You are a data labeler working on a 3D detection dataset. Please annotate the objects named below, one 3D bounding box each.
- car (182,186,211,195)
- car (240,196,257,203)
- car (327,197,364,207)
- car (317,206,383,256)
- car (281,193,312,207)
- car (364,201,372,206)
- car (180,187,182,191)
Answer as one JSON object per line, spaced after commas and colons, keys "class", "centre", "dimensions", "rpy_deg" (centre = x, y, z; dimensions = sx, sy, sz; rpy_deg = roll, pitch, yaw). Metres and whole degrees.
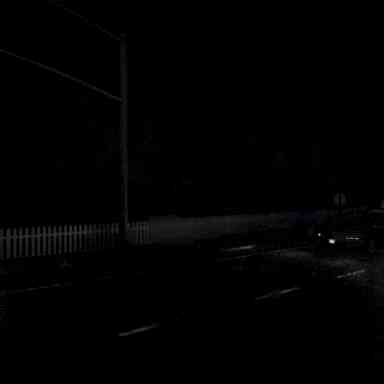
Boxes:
{"class": "car", "centre": [1.120, 0.047, 60.586], "dimensions": [2.150, 2.045, 5.566], "rpy_deg": [0, 5, -37]}
{"class": "car", "centre": [9.036, 1.004, 55.833], "dimensions": [2.128, 1.511, 4.902], "rpy_deg": [0, 4, -37]}
{"class": "car", "centre": [18.843, 1.468, 42.858], "dimensions": [2.128, 1.511, 4.902], "rpy_deg": [0, 0, -37]}
{"class": "car", "centre": [6.948, 1.499, 13.212], "dimensions": [4.892, 1.490, 1.837], "rpy_deg": [0, 0, -35]}
{"class": "car", "centre": [13.979, 1.191, 43.485], "dimensions": [2.150, 2.045, 5.566], "rpy_deg": [0, 0, -37]}
{"class": "car", "centre": [21.611, 1.453, 45.001], "dimensions": [1.882, 1.535, 5.008], "rpy_deg": [0, 0, -37]}
{"class": "car", "centre": [-0.626, -0.583, 68.852], "dimensions": [1.994, 1.385, 4.181], "rpy_deg": [0, 7, -37]}
